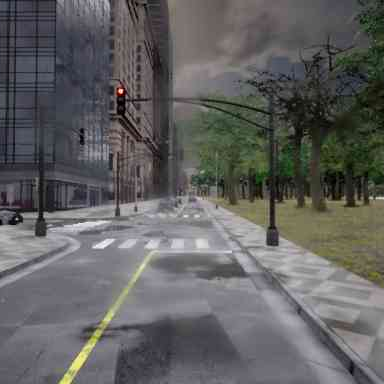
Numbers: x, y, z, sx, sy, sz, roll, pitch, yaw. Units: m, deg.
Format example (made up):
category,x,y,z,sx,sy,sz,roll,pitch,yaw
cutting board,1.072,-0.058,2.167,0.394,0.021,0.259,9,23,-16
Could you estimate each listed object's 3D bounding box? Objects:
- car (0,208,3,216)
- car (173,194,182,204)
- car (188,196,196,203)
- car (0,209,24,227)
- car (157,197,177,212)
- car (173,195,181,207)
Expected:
category,x,y,z,sx,sy,sz,roll,pitch,yaw
car,-13.523,1.367,18.882,4.097,1.590,1.967,0,-2,-1
car,-2.970,1.685,64.873,1.837,1.490,4.892,0,0,1
car,0.092,1.772,79.422,2.128,1.511,4.902,0,0,0
car,-13.171,1.558,21.408,4.181,1.385,1.994,0,-2,4
car,-3.082,1.626,39.411,2.033,1.411,5.357,0,0,-4
car,-3.040,1.622,49.544,1.837,1.490,4.892,0,0,0
